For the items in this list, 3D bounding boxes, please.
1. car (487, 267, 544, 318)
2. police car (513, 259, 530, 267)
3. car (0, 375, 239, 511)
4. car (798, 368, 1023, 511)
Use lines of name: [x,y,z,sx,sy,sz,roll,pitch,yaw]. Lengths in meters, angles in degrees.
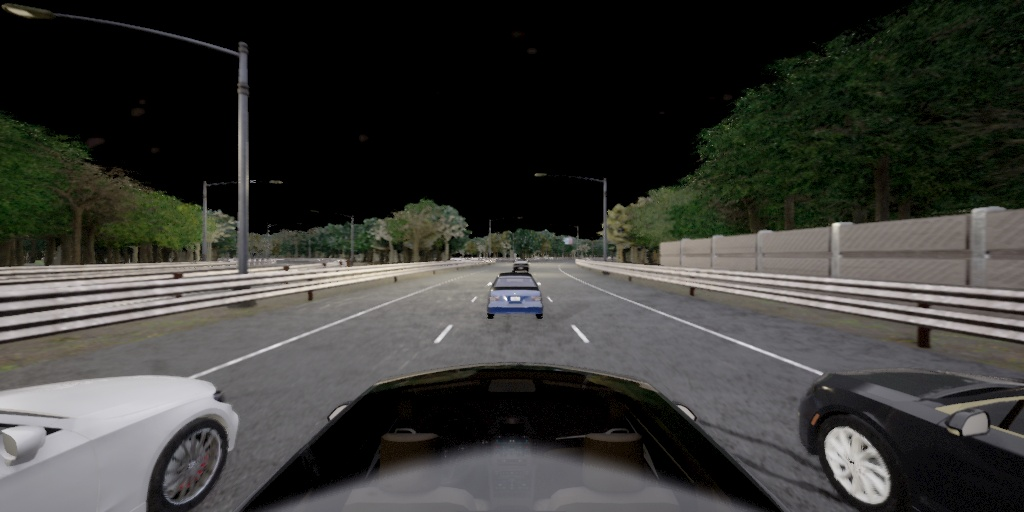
car: [0.099,1.299,13.018,2.033,1.411,5.357,0,0,0]
police car: [1.214,1.189,43.962,1.930,1.638,5.238,0,0,4]
car: [-3.400,1.275,1.289,1.812,1.442,4.674,0,0,0]
car: [3.600,1.255,1.353,1.837,1.490,4.892,0,0,0]
